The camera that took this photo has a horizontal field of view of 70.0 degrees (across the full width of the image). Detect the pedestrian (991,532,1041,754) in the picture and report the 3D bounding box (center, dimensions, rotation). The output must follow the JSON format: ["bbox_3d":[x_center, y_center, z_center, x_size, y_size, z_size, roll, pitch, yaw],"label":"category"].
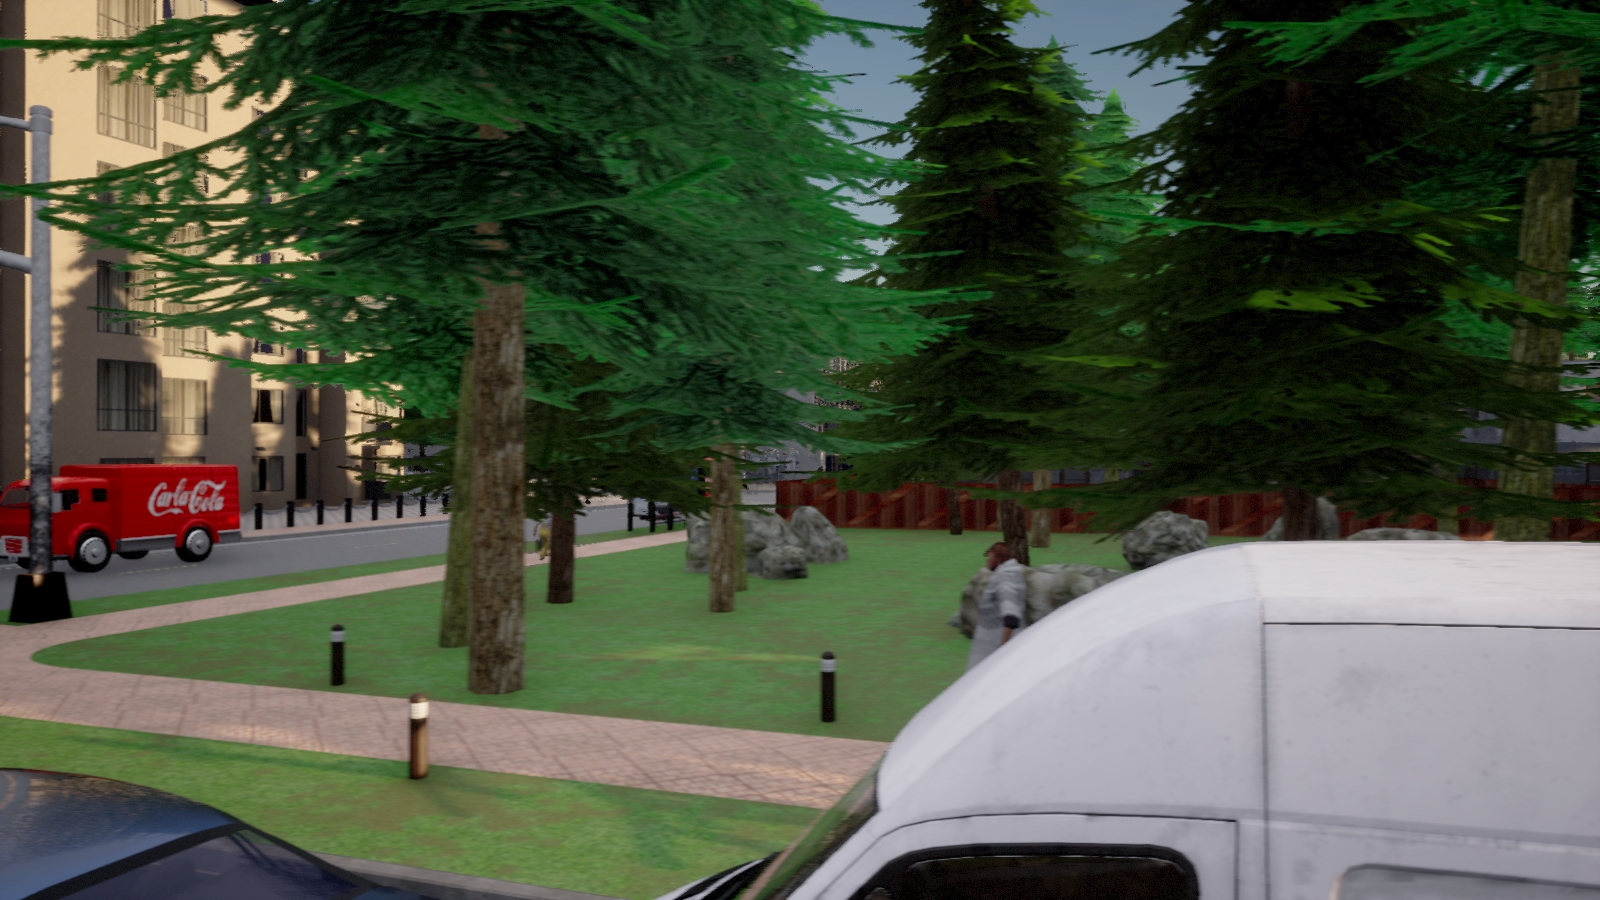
[{"bbox_3d":[1.887,1.664,9.986,0.375,1.860,0.375,0,0,20],"label":"pedestrian"}]

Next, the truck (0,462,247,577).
[{"bbox_3d":[-16.640,1.549,27.959,2.627,2.467,5.204,0,0,21],"label":"truck"}]

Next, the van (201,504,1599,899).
[{"bbox_3d":[1.662,1.501,2.707,5.915,2.561,1.988,0,0,20],"label":"van"}]

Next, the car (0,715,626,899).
[{"bbox_3d":[-3.574,2.072,4.608,5.357,1.411,2.033,0,0,20],"label":"car"}]

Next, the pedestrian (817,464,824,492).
[{"bbox_3d":[1.346,1.829,75.755,0.375,1.860,0.375,0,0,23],"label":"pedestrian"}]

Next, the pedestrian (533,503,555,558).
[{"bbox_3d":[-6.213,1.957,27.708,0.375,1.300,0.375,0,0,18],"label":"pedestrian"}]
